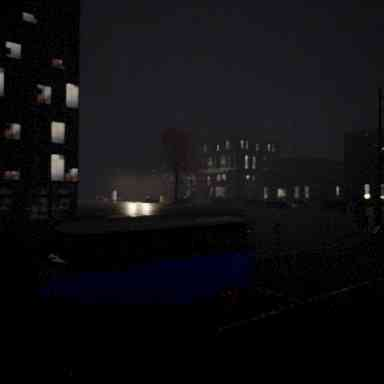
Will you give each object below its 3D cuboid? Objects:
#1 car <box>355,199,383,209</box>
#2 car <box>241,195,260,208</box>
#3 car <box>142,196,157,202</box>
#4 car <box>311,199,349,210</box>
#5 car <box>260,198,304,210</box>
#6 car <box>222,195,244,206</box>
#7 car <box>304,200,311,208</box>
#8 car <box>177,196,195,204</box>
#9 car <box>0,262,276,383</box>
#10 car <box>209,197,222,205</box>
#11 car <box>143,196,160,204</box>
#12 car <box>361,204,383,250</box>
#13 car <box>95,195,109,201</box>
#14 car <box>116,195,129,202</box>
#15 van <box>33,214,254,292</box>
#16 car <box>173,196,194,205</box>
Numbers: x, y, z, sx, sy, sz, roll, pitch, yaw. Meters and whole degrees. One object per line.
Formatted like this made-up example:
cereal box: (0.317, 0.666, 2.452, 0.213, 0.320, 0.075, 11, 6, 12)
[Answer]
car: (21.466, 1.562, 39.087, 2.008, 1.369, 4.403, 0, -1, -35)
car: (9.453, 1.530, 46.059, 1.812, 1.442, 4.674, 1, -1, -35)
car: (-10.899, 1.803, 85.607, 1.752, 1.417, 4.829, 0, -1, -35)
car: (18.346, 1.602, 43.594, 1.947, 1.339, 4.313, 0, -1, -35)
car: (10.641, 1.386, 39.548, 1.967, 1.590, 4.097, 0, -1, -35)
car: (8.225, 1.434, 58.134, 2.192, 1.841, 5.009, 0, -1, -35)
car: (15.226, 1.644, 48.100, 1.802, 1.307, 4.206, 0, -1, -35)
car: (-1.323, 1.637, 71.776, 1.967, 1.590, 4.097, 0, -1, -35)
car: (-1.702, 1.602, 2.164, 4.718, 1.301, 1.895, 0, 0, -35)
car: (5.038, 1.585, 62.679, 1.967, 1.590, 4.097, 0, -1, -35)
car: (-8.115, 1.629, 66.864, 1.752, 1.417, 4.829, 0, -1, -35)
car: (8.496, 1.395, 12.559, 4.097, 1.590, 1.967, 0, 1, -35)
car: (-23.914, 1.763, 89.683, 1.752, 1.417, 4.829, 0, -1, -35)
car: (-17.691, 1.751, 80.695, 1.947, 1.339, 4.313, 0, -1, -35)
van: (-0.698, 1.333, 6.003, 3.998, 1.788, 1.690, 0, 1, -35)
car: (-1.854, 1.680, 62.552, 1.994, 1.385, 4.181, 1, -1, -35)
